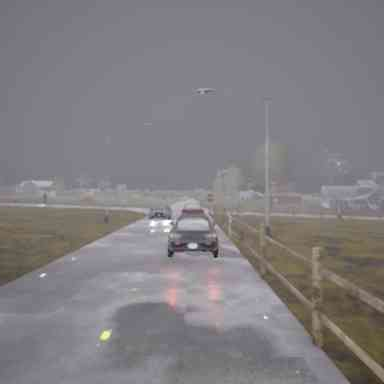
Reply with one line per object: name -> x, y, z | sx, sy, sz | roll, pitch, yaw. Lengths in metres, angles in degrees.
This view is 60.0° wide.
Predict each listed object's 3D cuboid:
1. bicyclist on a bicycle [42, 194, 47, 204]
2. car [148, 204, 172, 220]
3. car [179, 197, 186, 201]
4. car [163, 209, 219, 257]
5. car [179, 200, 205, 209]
bicyclist on a bicycle -> -22.600, 1.077, 51.086 | 0.582, 1.620, 1.656 | 2, -1, 0
car -> -2.786, 1.796, 30.206 | 1.994, 1.385, 4.181 | 0, -1, 1
car -> -2.716, 2.240, 94.947 | 1.882, 1.535, 5.008 | 0, -1, 0
car -> 0.055, 1.614, 13.255 | 1.812, 1.442, 4.674 | 0, 0, 1
car -> 0.056, 1.687, 27.814 | 1.882, 1.535, 5.008 | 0, 0, 0
